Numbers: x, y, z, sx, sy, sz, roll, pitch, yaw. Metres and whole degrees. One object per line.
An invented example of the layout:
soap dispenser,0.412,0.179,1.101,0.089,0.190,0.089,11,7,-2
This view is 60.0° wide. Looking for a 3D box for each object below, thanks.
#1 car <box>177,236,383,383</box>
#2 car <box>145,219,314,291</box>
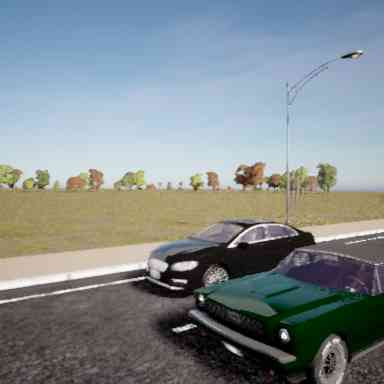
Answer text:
car,2.290,1.586,5.318,4.718,1.301,1.895,0,0,-35
car,1.197,1.474,8.529,4.902,1.511,2.128,0,0,-35
